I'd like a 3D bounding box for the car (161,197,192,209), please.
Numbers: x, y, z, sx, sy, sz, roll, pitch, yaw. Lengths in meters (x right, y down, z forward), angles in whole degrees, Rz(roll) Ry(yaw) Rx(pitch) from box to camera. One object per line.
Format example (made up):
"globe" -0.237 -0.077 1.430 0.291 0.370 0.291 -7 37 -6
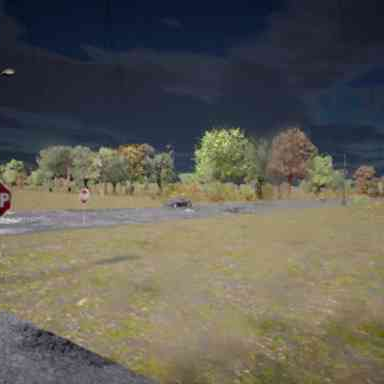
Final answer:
"car" -1.943 1.402 43.144 1.837 1.490 4.892 2 2 36
